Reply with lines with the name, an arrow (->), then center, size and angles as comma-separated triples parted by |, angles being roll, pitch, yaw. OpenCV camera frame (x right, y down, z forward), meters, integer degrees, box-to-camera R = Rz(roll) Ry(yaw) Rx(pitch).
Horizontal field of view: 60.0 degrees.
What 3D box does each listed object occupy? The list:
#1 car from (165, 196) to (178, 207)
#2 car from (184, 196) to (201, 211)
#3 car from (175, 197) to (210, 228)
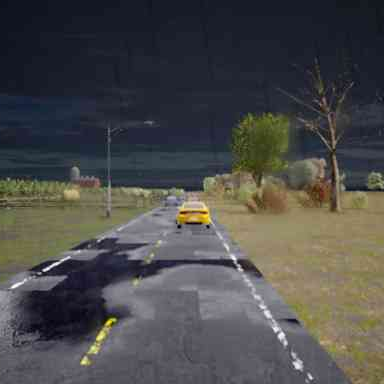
car -> -2.762, 1.275, 46.320 | 1.812, 1.442, 4.674 | 0, 0, 0
car -> 0.091, 1.262, 38.706 | 1.882, 1.535, 5.008 | 0, 0, 0
car -> 0.096, 1.354, 21.317 | 1.882, 1.535, 5.008 | 0, 0, 0
